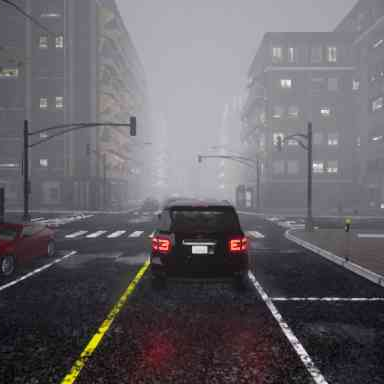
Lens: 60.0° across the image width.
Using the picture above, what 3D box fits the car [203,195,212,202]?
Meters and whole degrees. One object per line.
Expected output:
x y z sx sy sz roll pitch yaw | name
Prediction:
3.490 1.440 76.251 1.967 1.590 4.097 0 0 1 | car

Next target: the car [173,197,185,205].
-2.415 1.563 61.681 1.994 1.385 4.181 0 0 1 | car

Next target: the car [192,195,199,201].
0.875 1.478 82.783 1.882 1.535 5.008 0 0 1 | car

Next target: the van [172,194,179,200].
-4.709 1.340 93.261 1.690 1.788 3.998 0 0 1 | van

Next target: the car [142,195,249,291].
0.180 1.221 9.184 2.150 2.045 5.566 0 0 1 | car

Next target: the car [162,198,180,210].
-2.634 1.562 43.141 1.994 1.385 4.181 0 0 2 | car

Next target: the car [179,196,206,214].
0.121 1.350 35.793 2.097 1.767 4.553 0 0 11 | car

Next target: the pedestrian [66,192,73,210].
-12.367 0.902 33.584 0.375 1.860 0.375 0 -1 0 | pedestrian

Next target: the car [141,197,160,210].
-5.252 1.438 42.516 1.967 1.590 4.097 0 0 1 | car

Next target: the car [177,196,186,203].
-2.243 1.522 71.986 1.812 1.442 4.674 0 0 1 | car

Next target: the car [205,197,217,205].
3.309 1.544 59.335 1.887 1.381 4.507 0 0 1 | car

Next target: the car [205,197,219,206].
3.249 1.549 53.697 2.008 1.369 4.403 0 0 1 | car

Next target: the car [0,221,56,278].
-5.598 1.581 10.107 1.802 1.307 4.206 0 0 1 | car
